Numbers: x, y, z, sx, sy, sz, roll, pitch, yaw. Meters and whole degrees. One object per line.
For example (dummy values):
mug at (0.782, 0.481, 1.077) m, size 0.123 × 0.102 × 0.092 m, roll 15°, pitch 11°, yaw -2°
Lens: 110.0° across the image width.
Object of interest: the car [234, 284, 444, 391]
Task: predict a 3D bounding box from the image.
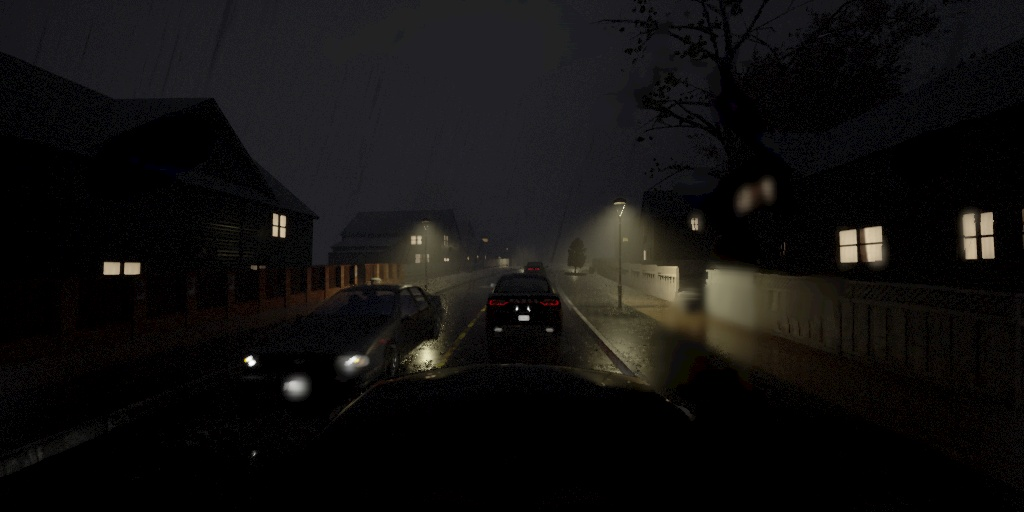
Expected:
car at (-2.735, 1.303, 7.290) m, size 2.033 × 1.411 × 5.357 m, roll 0°, pitch 0°, yaw 1°

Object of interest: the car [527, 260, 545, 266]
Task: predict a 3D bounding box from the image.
car at (2.101, 1.248, 31.436) m, size 1.837 × 1.490 × 4.892 m, roll 0°, pitch 0°, yaw 7°

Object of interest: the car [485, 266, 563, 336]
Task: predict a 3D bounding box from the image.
car at (0.345, 1.231, 10.477) m, size 1.882 × 1.535 × 5.008 m, roll 0°, pitch 0°, yaw 2°
